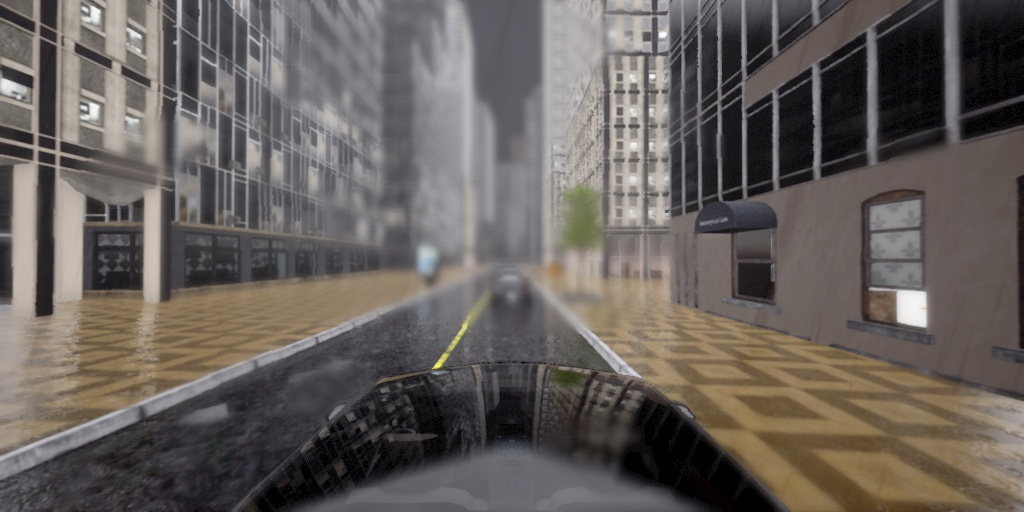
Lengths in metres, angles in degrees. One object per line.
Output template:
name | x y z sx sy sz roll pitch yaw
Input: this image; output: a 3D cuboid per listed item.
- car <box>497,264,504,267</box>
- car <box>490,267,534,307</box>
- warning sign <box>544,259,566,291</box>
car | 0.017 1.612 30.842 2.033 1.411 5.357 0 -1 0
car | 0.013 1.425 16.224 1.812 1.442 4.674 0 0 0
warning sign | 2.528 1.070 21.104 1.300 1.860 1.060 0 0 0
